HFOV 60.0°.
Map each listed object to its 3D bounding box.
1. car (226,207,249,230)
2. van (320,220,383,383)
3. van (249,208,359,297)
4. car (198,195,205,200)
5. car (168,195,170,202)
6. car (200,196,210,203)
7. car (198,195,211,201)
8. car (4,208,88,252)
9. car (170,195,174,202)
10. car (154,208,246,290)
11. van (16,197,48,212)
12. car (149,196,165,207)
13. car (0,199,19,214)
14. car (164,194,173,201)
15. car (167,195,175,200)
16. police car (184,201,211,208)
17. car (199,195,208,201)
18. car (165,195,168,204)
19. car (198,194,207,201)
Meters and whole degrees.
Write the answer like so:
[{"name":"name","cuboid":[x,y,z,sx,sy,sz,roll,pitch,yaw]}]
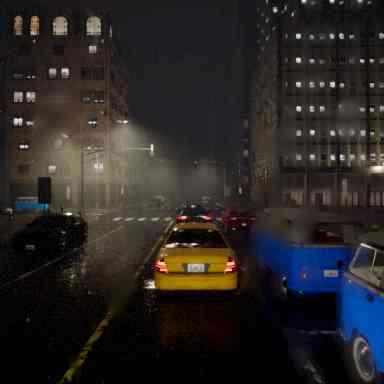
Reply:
[{"name":"car","cuboid":[2.698,1.545,19.450,1.887,1.381,4.507,1,0,0]},{"name":"van","cuboid":[2.703,1.342,2.720,1.690,1.788,3.998,1,0,0]},{"name":"van","cuboid":[2.702,1.343,8.296,1.690,1.788,3.998,1,0,0]},{"name":"car","cuboid":[2.690,1.472,91.624,1.752,1.417,4.829,1,0,0]},{"name":"car","cuboid":[-5.687,1.560,63.196,1.802,1.307,4.206,1,0,0]},{"name":"car","cuboid":[2.693,1.517,68.848,1.887,1.381,4.507,1,0,0]},{"name":"car","cuboid":[2.693,1.529,63.196,2.008,1.369,4.403,1,0,0]},{"name":"car","cuboid":[-5.682,1.567,13.878,1.947,1.339,4.313,1,0,0]},{"name":"car","cuboid":[-5.688,1.517,74.499,2.008,1.369,4.403,1,0,0]},{"name":"car","cuboid":[0.096,1.458,9.056,1.801,1.575,5.366,0,0,0]},{"name":"van","cuboid":[-19.740,1.524,40.761,3.998,1.788,1.690,0,0,1]},{"name":"car","cuboid":[-5.686,1.572,51.893,1.802,1.307,4.206,1,0,0]},{"name":"car","cuboid":[-19.847,1.620,32.380,4.403,1.369,2.008,0,0,1]},{"name":"car","cuboid":[-5.687,1.400,80.151,1.967,1.590,4.097,1,0,0]},{"name":"car","cuboid":[-5.690,1.472,91.285,1.752,1.417,4.829,1,0,0]},{"name":"police car","cuboid":[0.102,1.505,19.375,2.038,1.542,4.974,0,0,0]},{"name":"car","cuboid":[2.691,1.510,80.150,2.008,1.369,4.403,1,0,0]},{"name":"car","cuboid":[-5.684,1.425,57.546,1.967,1.590,4.097,1,0,0]},{"name":"car","cuboid":[2.692,1.394,85.803,1.967,1.590,4.097,1,0,0]}]
